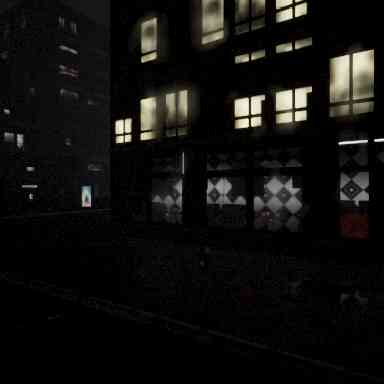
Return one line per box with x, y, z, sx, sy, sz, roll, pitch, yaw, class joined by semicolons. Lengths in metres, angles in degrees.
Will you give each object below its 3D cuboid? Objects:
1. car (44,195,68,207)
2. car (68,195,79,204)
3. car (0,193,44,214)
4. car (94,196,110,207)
-17.092;1.085;37.860;1.837;1.490;4.892;0;1;35;car
-16.687;1.074;42.939;1.802;1.307;4.206;1;2;35;car
-16.134;1.029;29.090;2.192;1.841;5.009;1;2;35;car
-9.781;1.072;38.191;1.947;1.339;4.313;1;2;35;car
